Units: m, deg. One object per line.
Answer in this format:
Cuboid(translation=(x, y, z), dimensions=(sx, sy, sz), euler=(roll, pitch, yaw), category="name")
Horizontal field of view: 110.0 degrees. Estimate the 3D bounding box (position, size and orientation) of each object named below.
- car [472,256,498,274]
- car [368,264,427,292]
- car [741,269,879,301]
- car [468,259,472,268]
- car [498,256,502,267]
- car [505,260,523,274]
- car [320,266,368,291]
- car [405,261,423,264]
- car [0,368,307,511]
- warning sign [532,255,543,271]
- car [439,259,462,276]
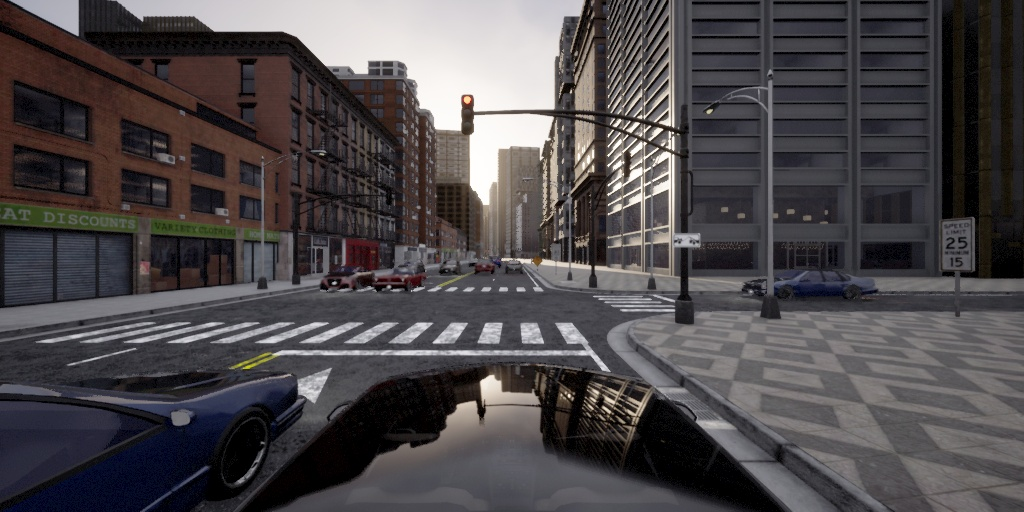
Cuboid(translation=(-3.015, 1.086, 41.087), dimensions=(2.097, 1.767, 4.553), euler=(0, 0, 0), category="car")
Cuboid(translation=(-6.536, 1.349, 21.298), dimensions=(1.895, 1.301, 4.718), euler=(0, 0, 0), category="car")
Cuboid(translation=(13.999, 1.311, 17.000), dimensions=(5.357, 1.411, 2.033), euler=(0, 0, 0), category="car")
Cuboid(translation=(-6.322, 1.222, 61.493), dimensions=(1.837, 1.490, 4.892), euler=(0, -1, 1), category="car")
Cuboid(translation=(-2.969, 0.937, 62.856), dimensions=(2.150, 2.045, 5.566), euler=(0, 0, 1), category="car")
Cuboid(translation=(0.236, 1.224, 41.816), dimensions=(2.128, 1.511, 4.902), euler=(0, 0, 0), category="car")
Cuboid(translation=(-9.781, 1.312, 21.746), dimensions=(1.994, 1.385, 4.181), euler=(0, 0, 0), category="car")
Cuboid(translation=(-9.737, 1.231, 34.791), dimensions=(2.128, 1.511, 4.902), euler=(0, 0, 0), category="car")
Cuboid(translation=(-3.150, 1.297, 1.392), dimensions=(2.033, 1.411, 5.357), euler=(0, 0, 0), category="car")
Cuboid(translation=(2.988, 0.848, 42.157), dimensions=(1.300, 1.860, 1.060), euler=(0, 0, 0), category="warning sign")
Cuboid(translation=(-6.476, 1.241, 38.017), dimensions=(1.837, 1.490, 4.892), euler=(0, 0, 0), category="car")
